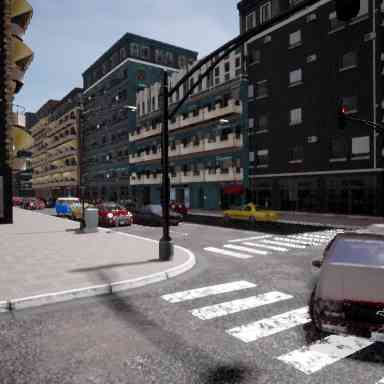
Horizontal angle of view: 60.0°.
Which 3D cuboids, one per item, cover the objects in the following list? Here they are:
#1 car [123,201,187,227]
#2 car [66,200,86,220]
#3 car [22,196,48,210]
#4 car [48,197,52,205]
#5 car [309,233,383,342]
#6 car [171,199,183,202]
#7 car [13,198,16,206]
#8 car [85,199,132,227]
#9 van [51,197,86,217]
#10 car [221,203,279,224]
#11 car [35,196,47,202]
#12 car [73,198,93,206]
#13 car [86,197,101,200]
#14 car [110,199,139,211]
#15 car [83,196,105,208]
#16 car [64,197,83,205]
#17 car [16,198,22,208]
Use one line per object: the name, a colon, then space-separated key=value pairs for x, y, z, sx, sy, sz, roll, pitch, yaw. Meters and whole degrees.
car: x=-2.713 y=1.617 z=24.035 sx=2.033 sy=1.411 sz=5.357 roll=-1 pitch=0 yaw=-36
car: x=-8.954 y=1.652 z=28.309 sx=1.752 sy=1.417 sz=4.829 roll=-1 pitch=1 yaw=-36
car: x=-21.933 y=1.628 z=46.452 sx=1.967 sy=1.590 sz=4.097 roll=-1 pitch=1 yaw=-36
car: x=-25.360 y=1.647 z=61.197 sx=1.837 sy=1.490 sz=4.892 roll=-1 pitch=0 yaw=-36
car: x=3.663 y=1.615 z=6.947 sx=2.033 sy=1.411 sz=5.357 roll=0 pitch=-1 yaw=24
car: x=-2.239 y=1.441 z=33.321 sx=1.967 sy=1.590 sz=4.097 roll=-1 pitch=1 yaw=-36
car: x=-31.590 y=1.783 z=59.957 sx=1.887 sy=1.381 sz=4.507 roll=-1 pitch=1 yaw=-36
car: x=-5.835 y=1.553 z=23.946 sx=1.967 sy=1.590 sz=4.097 roll=-1 pitch=1 yaw=-36
van: x=-12.276 y=1.483 z=32.947 sx=1.690 sy=1.788 sz=3.998 roll=-1 pitch=1 yaw=-36
car: x=4.103 y=1.498 z=24.458 sx=1.752 sy=1.417 sz=4.829 roll=-1 pitch=1 yaw=-36
car: x=-37.653 y=1.728 z=82.837 sx=1.887 sy=1.381 sz=4.507 roll=-1 pitch=1 yaw=-36
car: x=-18.336 y=1.644 z=55.828 sx=1.947 sy=1.339 sz=4.313 roll=-1 pitch=1 yaw=-36
car: x=-11.854 y=1.615 z=36.828 sx=1.837 sy=1.490 sz=4.892 roll=-1 pitch=1 yaw=-36
car: x=-8.677 y=1.582 z=42.324 sx=2.008 sy=1.369 sz=4.403 roll=-1 pitch=1 yaw=-36
car: x=-15.118 y=1.502 z=51.326 sx=1.967 sy=1.590 sz=4.097 roll=-1 pitch=1 yaw=-36
car: x=-21.555 y=1.646 z=60.330 sx=2.008 sy=1.369 sz=4.403 roll=-1 pitch=1 yaw=-36
car: x=-25.151 y=1.770 z=50.954 sx=1.947 sy=1.339 sz=4.313 roll=-1 pitch=1 yaw=-36
